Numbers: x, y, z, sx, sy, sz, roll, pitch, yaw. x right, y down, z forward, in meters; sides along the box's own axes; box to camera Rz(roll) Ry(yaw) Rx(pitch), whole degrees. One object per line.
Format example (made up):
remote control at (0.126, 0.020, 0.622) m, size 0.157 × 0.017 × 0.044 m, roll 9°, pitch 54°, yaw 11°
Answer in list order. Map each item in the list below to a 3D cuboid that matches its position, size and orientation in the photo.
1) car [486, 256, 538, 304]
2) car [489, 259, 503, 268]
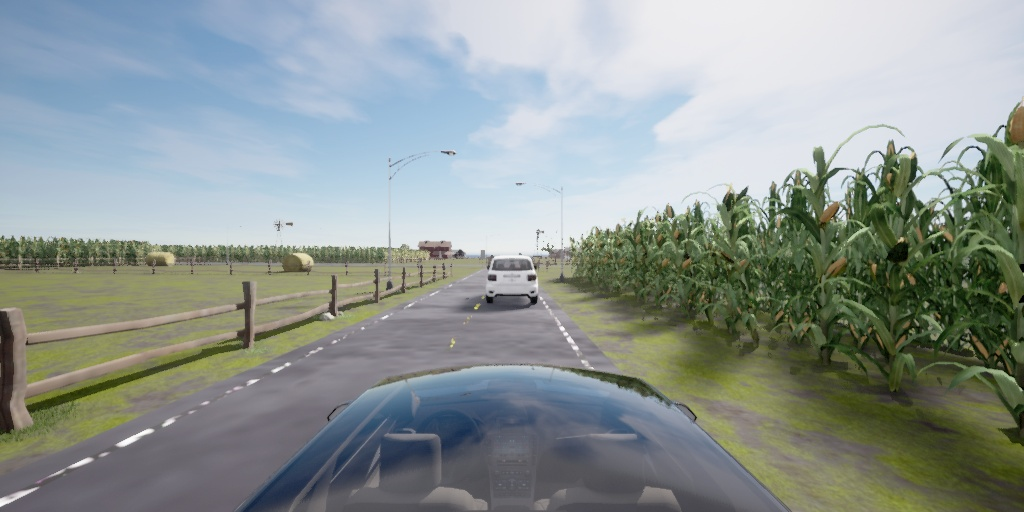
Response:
car at (0.000, 1.007, 16.530) m, size 2.150 × 2.045 × 5.566 m, roll 0°, pitch 0°, yaw 0°
car at (-2.750, 1.274, 62.501) m, size 2.128 × 1.511 × 4.902 m, roll 0°, pitch 0°, yaw 0°
